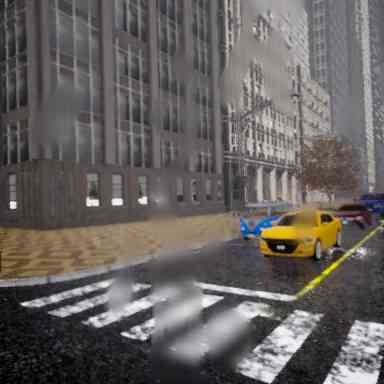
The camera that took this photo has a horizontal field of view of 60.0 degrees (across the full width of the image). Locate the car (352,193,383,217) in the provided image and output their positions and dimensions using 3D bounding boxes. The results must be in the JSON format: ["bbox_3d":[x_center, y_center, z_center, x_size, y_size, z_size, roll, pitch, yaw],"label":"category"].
[{"bbox_3d":[16.083,1.107,29.618,2.150,2.045,5.566,-3,-1,34],"label":"car"}]

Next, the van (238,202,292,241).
[{"bbox_3d":[3.769,1.410,16.457,1.690,1.788,3.998,-2,-1,35],"label":"van"}]

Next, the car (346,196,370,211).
[{"bbox_3d":[19.729,1.379,39.426,1.967,1.590,4.097,-2,-1,35],"label":"car"}]

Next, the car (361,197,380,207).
[{"bbox_3d":[26.115,1.442,48.613,2.008,1.369,4.403,-2,-1,35],"label":"car"}]

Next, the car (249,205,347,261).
[{"bbox_3d":[4.210,1.463,12.521,1.882,1.535,5.008,-3,-1,35],"label":"car"}]

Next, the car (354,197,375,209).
[{"bbox_3d":[22.924,1.459,44.019,1.887,1.381,4.507,-2,-1,35],"label":"car"}]

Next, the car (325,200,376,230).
[{"bbox_3d":[10.021,1.461,20.882,1.812,1.442,4.674,-3,-1,35],"label":"car"}]

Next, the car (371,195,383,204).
[{"bbox_3d":[32.496,1.287,57.803,1.967,1.590,4.097,-2,-1,35],"label":"car"}]

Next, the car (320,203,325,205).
[{"bbox_3d":[10.060,1.540,25.503,1.752,1.417,4.829,-2,-1,35],"label":"car"}]

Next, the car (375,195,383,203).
[{"bbox_3d":[35.691,1.370,62.396,1.887,1.381,4.507,-2,-1,35],"label":"car"}]
